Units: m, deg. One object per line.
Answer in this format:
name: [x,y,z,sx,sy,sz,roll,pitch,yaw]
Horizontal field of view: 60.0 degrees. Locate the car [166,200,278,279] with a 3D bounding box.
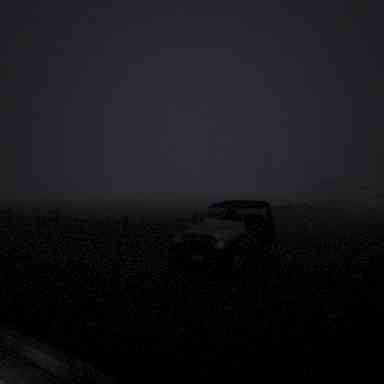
car: [1.107,1.195,9.737,1.905,1.878,3.866,0,0,35]
